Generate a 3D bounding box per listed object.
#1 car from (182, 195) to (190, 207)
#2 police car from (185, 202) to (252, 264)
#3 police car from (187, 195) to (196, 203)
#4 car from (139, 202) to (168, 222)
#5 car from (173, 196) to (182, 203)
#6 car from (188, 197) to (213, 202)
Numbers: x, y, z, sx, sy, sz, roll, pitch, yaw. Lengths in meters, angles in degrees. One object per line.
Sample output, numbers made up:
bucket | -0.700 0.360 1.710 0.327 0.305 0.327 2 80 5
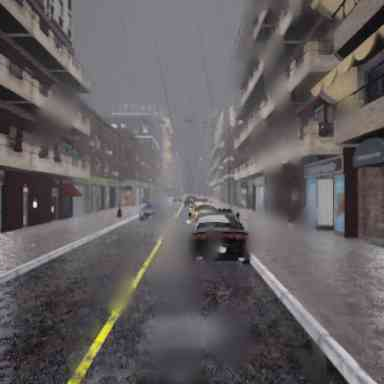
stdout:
car | -0.042 1.237 48.612 2.097 1.767 4.553 0 0 0
police car | 0.812 1.374 11.735 1.930 1.638 5.238 0 0 0
police car | 0.794 1.338 27.738 1.930 1.638 5.238 0 0 0
car | -2.879 1.462 25.987 2.033 1.411 5.357 0 0 0
car | -2.827 1.408 66.465 2.033 1.411 5.357 0 0 0
car | 0.801 1.377 21.818 1.801 1.575 5.366 0 0 0
